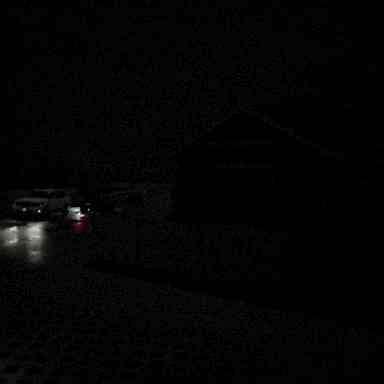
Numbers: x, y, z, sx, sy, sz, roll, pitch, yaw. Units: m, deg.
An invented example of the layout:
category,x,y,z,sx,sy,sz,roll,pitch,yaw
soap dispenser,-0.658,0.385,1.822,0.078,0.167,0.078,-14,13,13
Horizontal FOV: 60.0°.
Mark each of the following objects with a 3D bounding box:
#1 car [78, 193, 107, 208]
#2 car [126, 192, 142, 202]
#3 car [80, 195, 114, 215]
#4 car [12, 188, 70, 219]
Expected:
category,x,y,z,sx,sy,sz,roll,pitch,yaw
car,-11.002,0.894,37.164,1.895,1.301,4.718,3,1,-2
car,-8.668,0.640,49.798,2.033,1.411,5.357,3,2,-2
car,-8.053,1.125,28.619,2.128,1.511,4.902,3,1,1
car,-11.114,0.783,25.027,2.150,2.045,5.566,3,1,2
